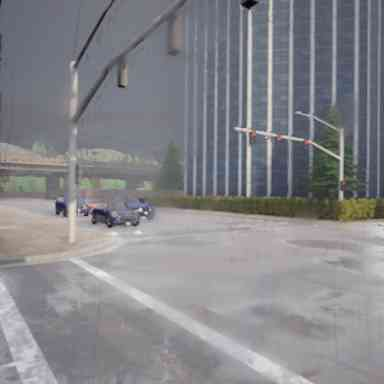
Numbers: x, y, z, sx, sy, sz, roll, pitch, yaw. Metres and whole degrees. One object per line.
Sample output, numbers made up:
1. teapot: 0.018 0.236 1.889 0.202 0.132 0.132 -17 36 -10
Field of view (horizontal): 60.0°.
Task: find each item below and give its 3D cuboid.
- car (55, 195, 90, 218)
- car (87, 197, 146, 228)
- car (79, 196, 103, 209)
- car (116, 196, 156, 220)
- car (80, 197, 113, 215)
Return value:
1. car: -11.834 1.343 32.636 2.150 2.045 5.566 1 0 -35
2. car: -5.411 1.472 23.437 2.097 1.767 4.553 1 -1 -35
3. car: -15.162 1.570 49.907 2.097 1.767 4.553 1 -1 -36
4. car: -5.304 1.388 29.394 2.150 2.045 5.566 1 -1 -35
5. car: -10.734 1.520 37.186 2.097 1.767 4.553 1 -1 -35
